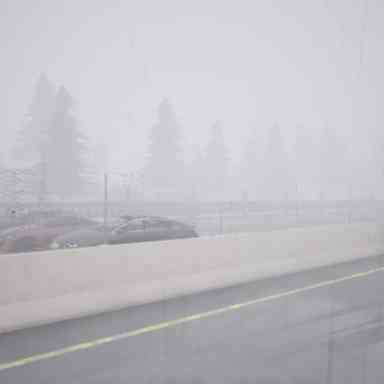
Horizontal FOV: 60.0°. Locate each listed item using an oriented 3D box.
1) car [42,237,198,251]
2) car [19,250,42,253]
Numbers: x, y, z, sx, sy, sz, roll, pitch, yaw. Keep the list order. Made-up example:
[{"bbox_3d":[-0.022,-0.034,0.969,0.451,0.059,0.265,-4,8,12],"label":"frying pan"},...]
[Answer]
[{"bbox_3d":[-2.070,1.532,11.111,4.902,1.511,2.128,1,0,-35],"label":"car"},{"bbox_3d":[-5.253,1.592,13.140,4.181,1.385,1.994,1,0,-35],"label":"car"}]
